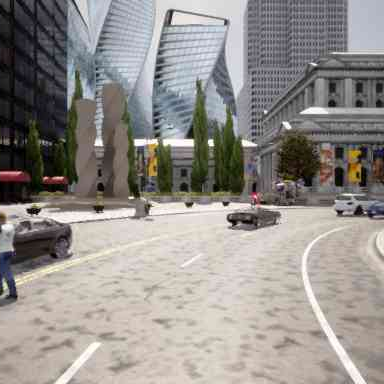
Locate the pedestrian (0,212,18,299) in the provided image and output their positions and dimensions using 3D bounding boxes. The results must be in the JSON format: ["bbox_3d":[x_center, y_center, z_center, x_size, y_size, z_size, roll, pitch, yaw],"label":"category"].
[{"bbox_3d":[-3.949,1.294,6.971,0.375,1.860,0.375,0,0,11],"label":"pedestrian"}]

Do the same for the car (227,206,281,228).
[{"bbox_3d":[4.272,1.601,22.320,1.895,1.301,4.718,0,0,36],"label":"car"}]

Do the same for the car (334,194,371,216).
[{"bbox_3d":[16.395,1.222,32.692,5.566,2.045,2.150,0,0,-29],"label":"car"}]

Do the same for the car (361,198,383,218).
[{"bbox_3d":[17.220,1.526,29.074,4.674,1.442,1.812,0,0,-31],"label":"car"}]

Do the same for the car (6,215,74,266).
[{"bbox_3d":[-5.575,1.491,9.966,2.128,1.511,4.902,0,0,15],"label":"car"}]
